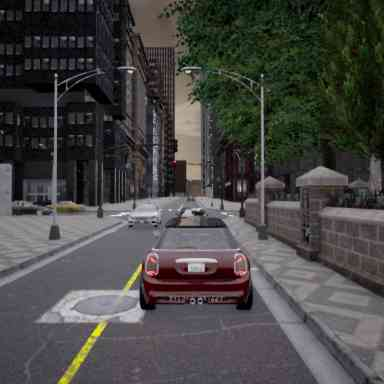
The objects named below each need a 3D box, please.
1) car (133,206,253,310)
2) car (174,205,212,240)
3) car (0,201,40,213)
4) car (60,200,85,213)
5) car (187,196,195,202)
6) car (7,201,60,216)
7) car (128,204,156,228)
[{"bbox_3d":[0.070,1.355,7.985,2.097,1.767,4.553,0,0,0],"label":"car"},{"bbox_3d":[0.034,1.538,18.112,1.812,1.442,4.674,0,0,0],"label":"car"},{"bbox_3d":[-20.249,1.700,38.552,4.403,1.369,2.008,0,-1,0],"label":"car"},{"bbox_3d":[-14.906,1.668,38.543,4.829,1.417,1.752,0,-1,0],"label":"car"},{"bbox_3d":[-0.287,1.710,81.283,1.812,1.442,4.674,0,0,0],"label":"car"},{"bbox_3d":[-14.744,1.511,30.019,4.403,1.369,2.008,0,-1,0],"label":"car"},{"bbox_3d":[-3.079,1.544,22.611,1.812,1.442,4.674,0,0,0],"label":"car"}]
